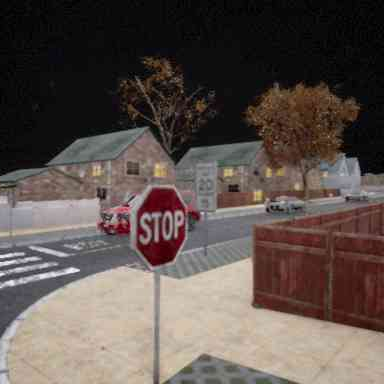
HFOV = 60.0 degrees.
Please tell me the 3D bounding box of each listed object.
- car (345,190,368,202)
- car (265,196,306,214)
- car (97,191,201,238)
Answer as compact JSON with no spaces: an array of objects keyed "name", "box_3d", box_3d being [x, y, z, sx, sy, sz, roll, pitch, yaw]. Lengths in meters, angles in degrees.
[{"name":"car","box_3d":[21.070,0.536,42.511,1.837,1.490,4.892,1,1,41]},{"name":"car","box_3d":[7.748,1.028,27.455,1.994,1.385,4.181,1,2,41]},{"name":"car","box_3d":[-1.907,1.031,16.439,2.150,2.045,5.566,1,2,41]}]
